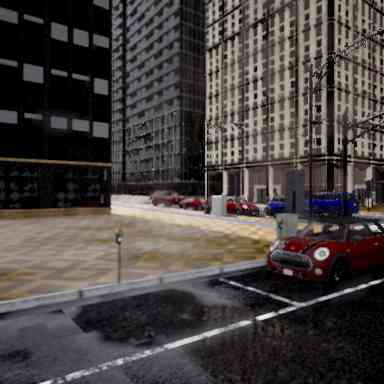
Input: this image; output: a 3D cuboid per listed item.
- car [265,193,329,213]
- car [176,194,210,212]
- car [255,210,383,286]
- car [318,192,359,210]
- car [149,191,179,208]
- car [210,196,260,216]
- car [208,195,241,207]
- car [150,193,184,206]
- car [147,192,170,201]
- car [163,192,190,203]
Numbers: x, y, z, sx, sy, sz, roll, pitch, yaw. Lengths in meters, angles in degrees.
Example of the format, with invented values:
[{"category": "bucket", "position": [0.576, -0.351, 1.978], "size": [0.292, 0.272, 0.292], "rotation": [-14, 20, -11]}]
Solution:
[{"category": "car", "position": [8.131, 1.140, 26.673], "size": [2.097, 1.767, 4.553], "rotation": [0, 1, -36]}, {"category": "car", "position": [0.577, 1.182, 32.789], "size": [1.802, 1.307, 4.206], "rotation": [2, 0, -36]}, {"category": "car", "position": [4.016, 1.475, 9.426], "size": [4.097, 1.590, 1.967], "rotation": [0, 0, -35]}, {"category": "car", "position": [11.130, 1.028, 28.135], "size": [2.150, 2.045, 5.566], "rotation": [0, 1, -37]}, {"category": "car", "position": [-2.662, 0.808, 37.319], "size": [2.192, 1.841, 5.009], "rotation": [2, 0, -36]}, {"category": "car", "position": [3.828, 1.148, 28.258], "size": [1.967, 1.590, 4.097], "rotation": [2, 0, -36]}, {"category": "car", "position": [4.105, 1.095, 42.252], "size": [1.802, 1.307, 4.206], "rotation": [1, 0, -36]}, {"category": "car", "position": [-3.307, 0.900, 42.649], "size": [2.128, 1.511, 4.902], "rotation": [0, 1, -36]}, {"category": "car", "position": [-5.639, 0.757, 55.850], "size": [1.947, 1.339, 4.313], "rotation": [1, 0, -36]}, {"category": "car", "position": [-2.488, 0.821, 51.456], "size": [1.752, 1.417, 4.829], "rotation": [1, 0, -36]}]
